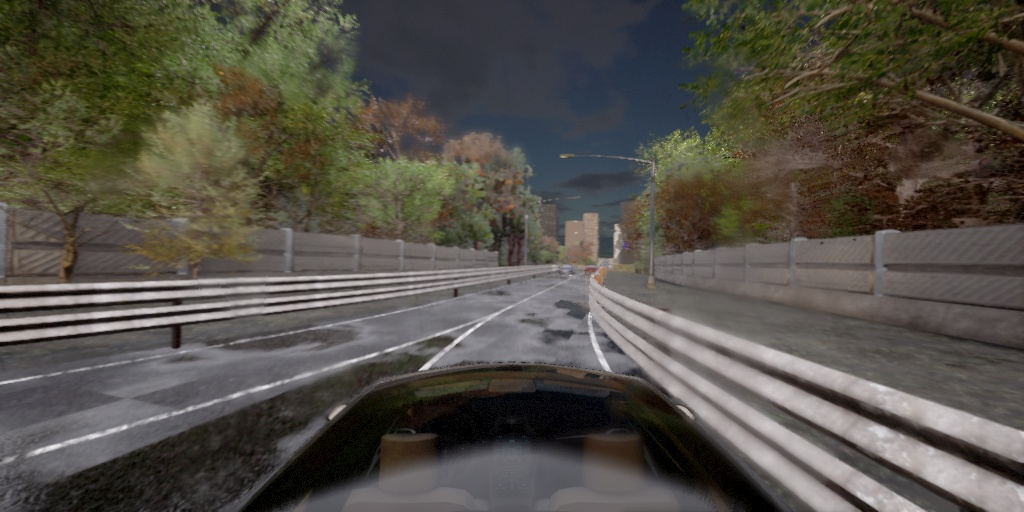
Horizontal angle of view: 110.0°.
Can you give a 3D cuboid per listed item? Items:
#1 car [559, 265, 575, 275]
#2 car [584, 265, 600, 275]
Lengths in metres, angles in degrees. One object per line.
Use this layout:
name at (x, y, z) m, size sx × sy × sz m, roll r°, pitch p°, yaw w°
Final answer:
car at (8.034, 1.970, 52.167) m, size 1.812 × 1.442 × 4.674 m, roll 1°, pitch -1°, yaw 15°
car at (12.158, 2.074, 54.858) m, size 1.882 × 1.535 × 5.008 m, roll 1°, pitch -1°, yaw 15°
